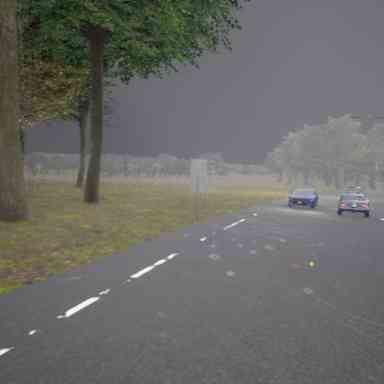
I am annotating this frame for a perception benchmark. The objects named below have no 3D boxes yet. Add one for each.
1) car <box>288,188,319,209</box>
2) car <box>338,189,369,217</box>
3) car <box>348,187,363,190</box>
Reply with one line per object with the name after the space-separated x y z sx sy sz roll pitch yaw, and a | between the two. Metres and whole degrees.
9.117 0.445 26.971 1.882 1.535 5.008 4 3 26 | car
10.979 0.807 22.633 2.033 1.411 5.357 4 3 25 | car
17.951 0.216 36.623 2.097 1.767 4.553 4 3 29 | car
